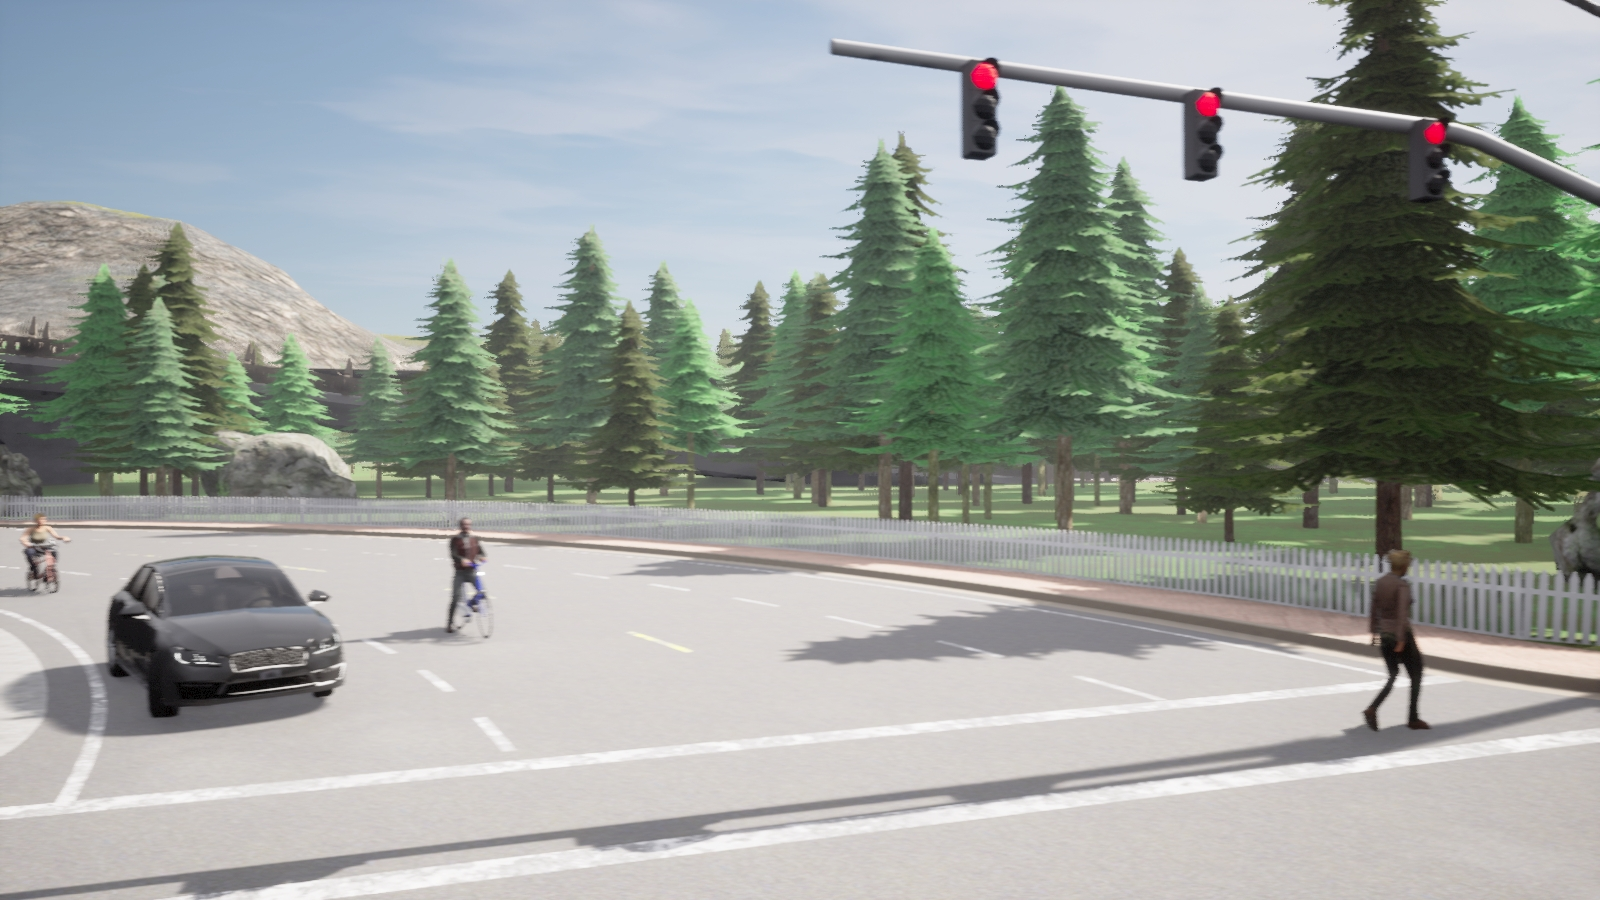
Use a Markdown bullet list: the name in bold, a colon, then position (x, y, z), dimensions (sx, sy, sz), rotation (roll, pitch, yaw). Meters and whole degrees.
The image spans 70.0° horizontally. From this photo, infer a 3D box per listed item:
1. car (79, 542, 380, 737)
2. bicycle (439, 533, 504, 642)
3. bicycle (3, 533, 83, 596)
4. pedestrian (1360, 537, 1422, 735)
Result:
- **car**: position (-7.005, 2.052, 13.702), dimensions (2.231, 1.480, 4.892), rotation (0, 0, -39)
- **bicycle**: position (-5.030, 2.054, 17.437), dimensions (0.329, 1.471, 1.835), rotation (0, 0, -36)
- **bicycle**: position (-15.083, 2.263, 22.769), dimensions (1.487, 1.126, 0.859), rotation (-2, -1, 37)
- **pedestrian**: position (5.789, 1.801, 11.200), dimensions (0.375, 1.860, 0.375), rotation (0, 0, -17)
